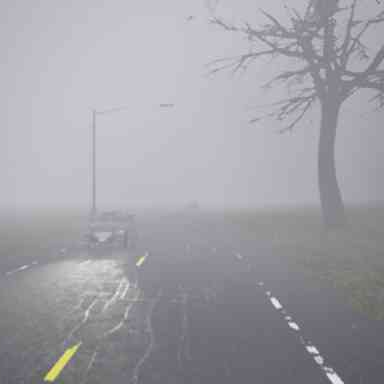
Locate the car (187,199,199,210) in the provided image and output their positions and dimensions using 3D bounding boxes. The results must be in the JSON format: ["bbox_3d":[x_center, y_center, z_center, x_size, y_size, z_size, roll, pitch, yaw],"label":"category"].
[{"bbox_3d":[0.113,2.107,53.119,2.033,1.411,5.357,0,-1,0],"label":"car"}]

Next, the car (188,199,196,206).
[{"bbox_3d":[0.018,2.277,71.766,1.812,1.442,4.674,0,-1,0],"label":"car"}]

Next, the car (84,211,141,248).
[{"bbox_3d":[-3.593,1.655,15.772,2.128,1.511,4.902,0,-1,0],"label":"car"}]
